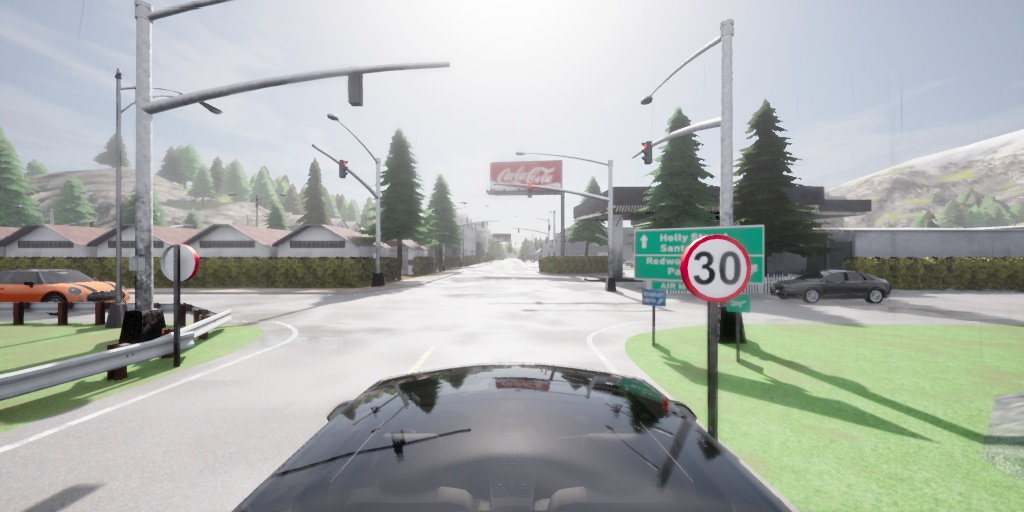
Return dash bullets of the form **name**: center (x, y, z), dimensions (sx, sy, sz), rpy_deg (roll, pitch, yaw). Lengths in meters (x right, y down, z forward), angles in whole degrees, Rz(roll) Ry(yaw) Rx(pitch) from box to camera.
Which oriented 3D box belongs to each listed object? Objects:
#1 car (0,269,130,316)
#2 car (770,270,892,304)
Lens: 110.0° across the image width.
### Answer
- **car**: center (-17.966, 1.294, 14.022), dimensions (4.553, 1.767, 2.097), rpy_deg (0, 0, 1)
- **car**: center (15.212, 1.446, 17.262), dimensions (4.892, 1.490, 1.837), rpy_deg (0, 0, 1)
